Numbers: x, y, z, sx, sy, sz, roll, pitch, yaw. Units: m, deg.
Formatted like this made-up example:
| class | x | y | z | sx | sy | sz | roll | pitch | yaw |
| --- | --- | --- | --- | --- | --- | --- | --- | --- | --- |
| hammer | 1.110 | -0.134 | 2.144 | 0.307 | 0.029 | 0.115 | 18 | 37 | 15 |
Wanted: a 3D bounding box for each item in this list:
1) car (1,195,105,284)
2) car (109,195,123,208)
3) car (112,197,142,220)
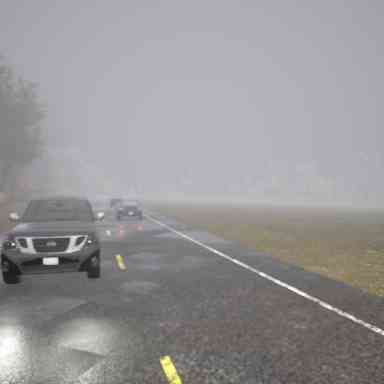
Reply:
| class | x | y | z | sx | sy | sz | roll | pitch | yaw |
| --- | --- | --- | --- | --- | --- | --- | --- | --- | --- |
| car | -3.866 | 1.122 | 9.835 | 2.150 | 2.045 | 5.566 | 0 | 0 | -17 |
| car | -9.672 | 1.177 | 43.050 | 1.882 | 1.535 | 5.008 | 0 | 0 | -15 |
| car | -4.993 | 1.335 | 26.058 | 1.812 | 1.442 | 4.674 | 0 | 0 | -16 |
